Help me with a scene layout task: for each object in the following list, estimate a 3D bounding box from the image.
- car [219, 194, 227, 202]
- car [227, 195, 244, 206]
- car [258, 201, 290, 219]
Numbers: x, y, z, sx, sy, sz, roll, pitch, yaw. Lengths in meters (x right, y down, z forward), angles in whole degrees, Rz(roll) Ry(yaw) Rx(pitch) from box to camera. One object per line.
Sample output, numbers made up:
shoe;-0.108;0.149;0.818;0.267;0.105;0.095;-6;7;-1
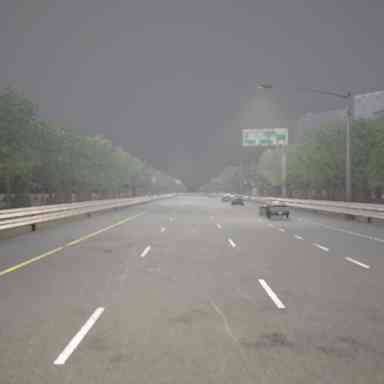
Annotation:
car;7.195;1.460;70.908;2.128;1.511;4.902;0;0;0
car;7.130;1.506;53.155;1.837;1.490;4.892;0;0;0
car;7.042;1.478;28.894;2.128;1.511;4.902;0;0;0
